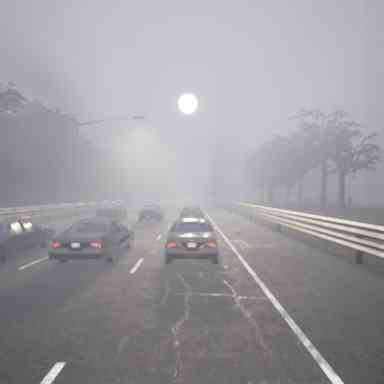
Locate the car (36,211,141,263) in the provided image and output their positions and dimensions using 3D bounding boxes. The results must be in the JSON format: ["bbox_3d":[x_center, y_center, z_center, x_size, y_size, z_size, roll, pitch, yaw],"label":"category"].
[{"bbox_3d":[-3.494,1.671,12.510,2.033,1.411,5.357,0,-1,0],"label":"car"}]

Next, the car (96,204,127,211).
[{"bbox_3d":[-6.981,1.758,29.246,1.882,1.535,5.008,0,0,1],"label":"car"}]

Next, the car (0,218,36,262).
[{"bbox_3d":[-6.994,1.671,12.517,2.033,1.411,5.357,0,-1,0],"label":"car"}]

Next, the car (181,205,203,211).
[{"bbox_3d":[0.011,1.839,28.541,1.994,1.385,4.181,0,0,1],"label":"car"}]

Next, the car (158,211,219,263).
[{"bbox_3d":[0.006,1.671,12.521,2.033,1.411,5.357,0,-1,0],"label":"car"}]

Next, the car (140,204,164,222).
[{"bbox_3d":[-3.483,1.803,28.907,1.812,1.442,4.674,0,0,1],"label":"car"}]
